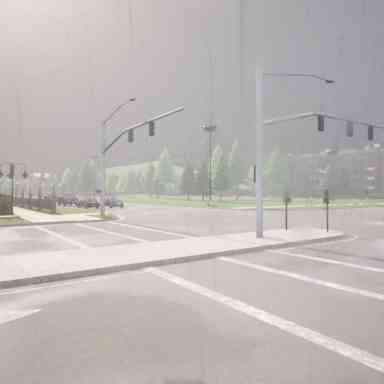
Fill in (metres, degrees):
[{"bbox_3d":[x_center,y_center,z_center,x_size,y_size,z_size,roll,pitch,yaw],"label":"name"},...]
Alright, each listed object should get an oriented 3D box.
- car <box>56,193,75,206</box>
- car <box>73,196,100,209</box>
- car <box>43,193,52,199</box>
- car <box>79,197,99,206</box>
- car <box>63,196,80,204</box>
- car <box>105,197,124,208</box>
[{"bbox_3d":[-19.947,1.221,53.372,2.150,2.045,5.566,0,0,-36],"label":"car"},{"bbox_3d":[-14.235,1.601,45.497,1.895,1.301,4.718,0,0,-36],"label":"car"},{"bbox_3d":[-26.083,1.221,61.918,2.150,2.045,5.566,0,0,-35],"label":"car"},{"bbox_3d":[-17.191,1.564,55.536,1.994,1.385,4.181,0,0,-36],"label":"car"},{"bbox_3d":[-23.000,1.564,63.630,1.994,1.385,4.181,0,0,-36],"label":"car"},{"bbox_3d":[-11.429,1.492,47.593,2.128,1.511,4.902,0,0,-36],"label":"car"}]
